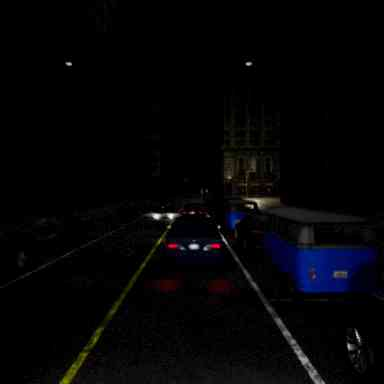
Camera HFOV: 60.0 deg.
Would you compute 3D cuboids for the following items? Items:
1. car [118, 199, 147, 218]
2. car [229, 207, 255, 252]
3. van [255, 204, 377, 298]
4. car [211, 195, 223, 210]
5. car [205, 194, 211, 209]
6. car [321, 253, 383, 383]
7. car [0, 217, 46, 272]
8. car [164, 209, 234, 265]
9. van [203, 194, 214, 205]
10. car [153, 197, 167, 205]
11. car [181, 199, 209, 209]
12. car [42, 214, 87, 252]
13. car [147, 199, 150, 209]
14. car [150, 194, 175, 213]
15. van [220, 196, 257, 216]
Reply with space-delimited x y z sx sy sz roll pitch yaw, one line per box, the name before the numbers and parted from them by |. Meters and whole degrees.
car | -5.663 1.560 30.836 1.887 1.381 4.507 0 0 0
car | 2.856 1.552 13.890 1.887 1.381 4.507 0 0 0
van | 2.853 1.345 8.241 1.690 1.788 3.998 0 0 0
car | 2.859 1.328 25.187 2.192 1.841 5.009 0 0 0
car | 2.863 1.330 36.484 2.192 1.841 5.009 0 0 0
car | 2.853 1.567 2.592 1.947 1.339 4.313 0 0 0
car | -5.670 1.555 8.240 2.008 1.369 4.403 0 0 0
car | 0.070 1.554 11.665 2.033 1.411 5.357 0 0 0
van | 2.871 1.344 59.080 1.690 1.788 3.998 0 0 0
car | -5.654 1.569 59.082 1.947 1.339 4.313 0 0 0
car | 0.074 1.562 26.656 2.033 1.411 5.357 0 0 0
car | -5.668 1.590 13.889 1.802 1.307 4.206 0 0 0
car | -5.659 1.596 42.134 1.802 1.307 4.206 0 0 0
car | -3.089 1.234 38.218 2.150 2.045 5.566 0 0 0
van | 2.857 1.352 19.538 1.690 1.788 3.998 0 0 0
